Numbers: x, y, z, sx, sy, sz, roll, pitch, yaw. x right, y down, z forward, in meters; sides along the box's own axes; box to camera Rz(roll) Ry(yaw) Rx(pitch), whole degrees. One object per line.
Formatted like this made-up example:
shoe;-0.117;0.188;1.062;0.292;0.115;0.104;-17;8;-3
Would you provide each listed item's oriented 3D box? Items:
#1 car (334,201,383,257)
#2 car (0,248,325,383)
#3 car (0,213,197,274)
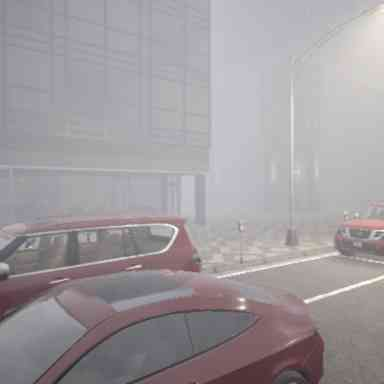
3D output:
car;7.081;1.260;11.566;5.009;1.841;2.192;0;0;-35
car;-0.762;1.522;2.807;4.674;1.442;1.812;0;0;-35
car;-2.109;1.310;5.028;5.009;1.841;2.192;0;0;-35
